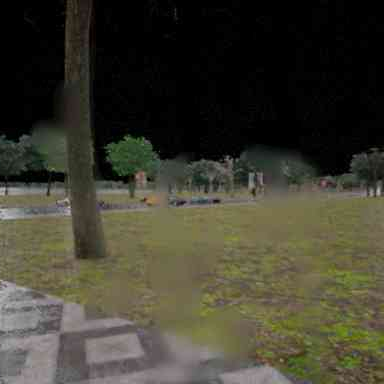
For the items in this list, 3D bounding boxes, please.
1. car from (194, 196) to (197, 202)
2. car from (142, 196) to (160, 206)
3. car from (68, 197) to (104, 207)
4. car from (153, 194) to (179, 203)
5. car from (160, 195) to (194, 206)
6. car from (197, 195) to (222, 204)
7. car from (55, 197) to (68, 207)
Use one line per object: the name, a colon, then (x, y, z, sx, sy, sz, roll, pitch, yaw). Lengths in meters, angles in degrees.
car: (1.387, 1.469, 63.168, 2.033, 1.411, 5.357, 1, 0, 36)
car: (-5.242, 1.400, 53.902, 1.882, 1.535, 5.008, 1, 0, 36)
car: (-14.540, 1.423, 46.800, 1.812, 1.442, 4.674, 1, 0, 36)
car: (-4.658, 1.230, 60.340, 2.128, 1.511, 4.902, 1, 0, 36)
car: (-2.343, 1.451, 52.360, 1.837, 1.490, 4.892, 1, 0, 36)
car: (3.521, 1.297, 60.569, 2.097, 1.767, 4.553, 1, 0, 36)
car: (-17.476, 1.400, 48.280, 1.812, 1.442, 4.674, 1, 0, 36)
